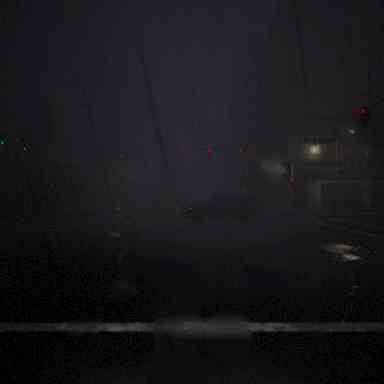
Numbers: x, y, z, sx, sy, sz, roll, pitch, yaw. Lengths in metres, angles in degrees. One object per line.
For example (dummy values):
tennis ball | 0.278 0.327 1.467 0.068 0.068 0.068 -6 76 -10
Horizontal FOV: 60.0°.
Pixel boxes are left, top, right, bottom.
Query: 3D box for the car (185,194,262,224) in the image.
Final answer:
car | 2.251 1.221 24.281 5.566 2.045 2.150 0 0 -1

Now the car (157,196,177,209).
car | -3.568 1.342 45.366 2.097 1.767 4.553 0 0 0
